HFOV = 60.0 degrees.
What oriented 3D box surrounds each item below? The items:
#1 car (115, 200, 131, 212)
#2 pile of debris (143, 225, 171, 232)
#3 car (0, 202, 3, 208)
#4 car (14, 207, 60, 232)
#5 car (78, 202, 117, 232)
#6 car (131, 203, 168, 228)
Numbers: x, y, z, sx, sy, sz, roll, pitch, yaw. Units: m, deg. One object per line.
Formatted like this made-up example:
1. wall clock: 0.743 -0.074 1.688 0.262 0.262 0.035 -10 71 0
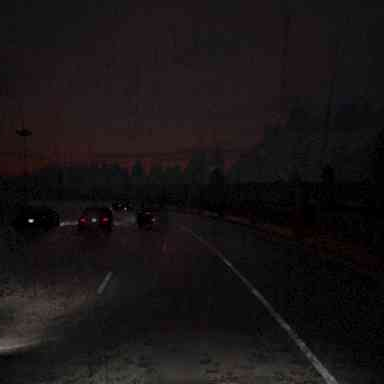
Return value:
1. car: -8.470 1.624 40.089 1.895 1.301 4.718 0 0 -22
2. pile of debris: -2.105 2.176 19.884 1.500 0.140 1.860 0 0 -12
3. car: -25.299 1.703 42.468 1.994 1.385 4.181 0 0 -29
4. car: -9.563 1.599 20.782 1.994 1.385 4.181 0 0 -13
5. car: -5.808 1.565 20.360 2.033 1.411 5.357 0 0 -12
6. car: -2.758 1.495 22.267 2.128 1.511 4.902 0 0 -12
